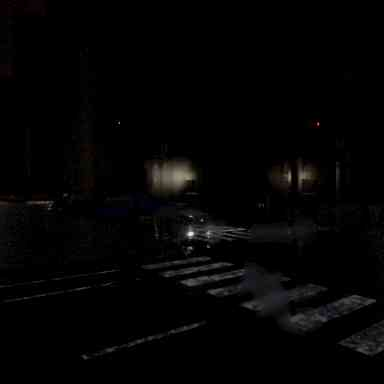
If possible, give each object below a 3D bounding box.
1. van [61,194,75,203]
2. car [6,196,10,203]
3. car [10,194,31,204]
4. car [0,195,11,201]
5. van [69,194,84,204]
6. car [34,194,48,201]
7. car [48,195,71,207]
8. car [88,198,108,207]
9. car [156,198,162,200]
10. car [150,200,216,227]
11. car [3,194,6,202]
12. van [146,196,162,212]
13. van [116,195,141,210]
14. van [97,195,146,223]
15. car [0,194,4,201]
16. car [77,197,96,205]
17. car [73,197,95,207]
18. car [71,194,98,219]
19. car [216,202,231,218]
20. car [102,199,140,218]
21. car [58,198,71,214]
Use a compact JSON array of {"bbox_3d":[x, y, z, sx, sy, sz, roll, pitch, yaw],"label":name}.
[{"bbox_3d":[-24.845,1.330,66.634,1.690,1.788,3.998,0,0,-36],"label":"van"},{"bbox_3d":[-35.079,1.404,66.280,1.967,1.590,4.097,0,0,-36],"label":"car"},{"bbox_3d":[-31.773,1.515,61.665,2.008,1.369,4.403,0,0,-36],"label":"car"},{"bbox_3d":[-44.902,1.490,79.985,1.752,1.417,4.829,0,0,-36],"label":"car"},{"bbox_3d":[-21.537,1.330,62.019,1.690,1.788,3.998,0,0,-36],"label":"van"},{"bbox_3d":[-38.073,1.306,85.093,2.192,1.841,5.009,0,0,-36],"label":"car"},{"bbox_3d":[-18.922,1.519,48.408,2.033,1.411,5.357,0,0,-35],"label":"car"},{"bbox_3d":[-14.923,1.570,52.788,1.802,1.307,4.206,0,0,-36],"label":"car"},{"bbox_3d":[-1.694,1.577,34.330,1.802,1.307,4.206,0,0,-36],"label":"car"},{"bbox_3d":[-0.746,1.510,22.958,1.812,1.442,4.674,0,0,-36],"label":"car"},{"bbox_3d":[-38.288,1.490,70.756,1.752,1.417,4.829,0,0,-36],"label":"car"},{"bbox_3d":[-5.001,1.333,38.945,1.690,1.788,3.998,0,0,-36],"label":"van"},{"bbox_3d":[-8.308,1.331,43.560,1.690,1.788,3.998,0,0,-36],"label":"van"},{"bbox_3d":[-5.315,1.315,24.748,1.690,1.788,3.998,0,0,-36],"label":"van"},{"bbox_3d":[-41.694,1.531,75.510,1.947,1.339,4.313,0,0,-36],"label":"car"},{"bbox_3d":[-18.230,1.571,57.403,1.802,1.307,4.206,0,0,-36],"label":"car"},{"bbox_3d":[-16.375,1.506,50.159,1.812,1.442,4.674,0,0,-35],"label":"car"},{"bbox_3d":[-8.621,1.285,29.363,2.192,1.841,5.009,0,0,-36],"label":"car"},{"bbox_3d":[1.613,1.550,29.715,2.008,1.369,4.403,0,0,-36],"label":"car"},{"bbox_3d":[-6.828,1.504,31.431,1.812,1.442,4.674,0,1,-35],"label":"car"},{"bbox_3d":[-11.930,1.548,33.977,1.802,1.307,4.206,0,0,-36],"label":"car"}]
